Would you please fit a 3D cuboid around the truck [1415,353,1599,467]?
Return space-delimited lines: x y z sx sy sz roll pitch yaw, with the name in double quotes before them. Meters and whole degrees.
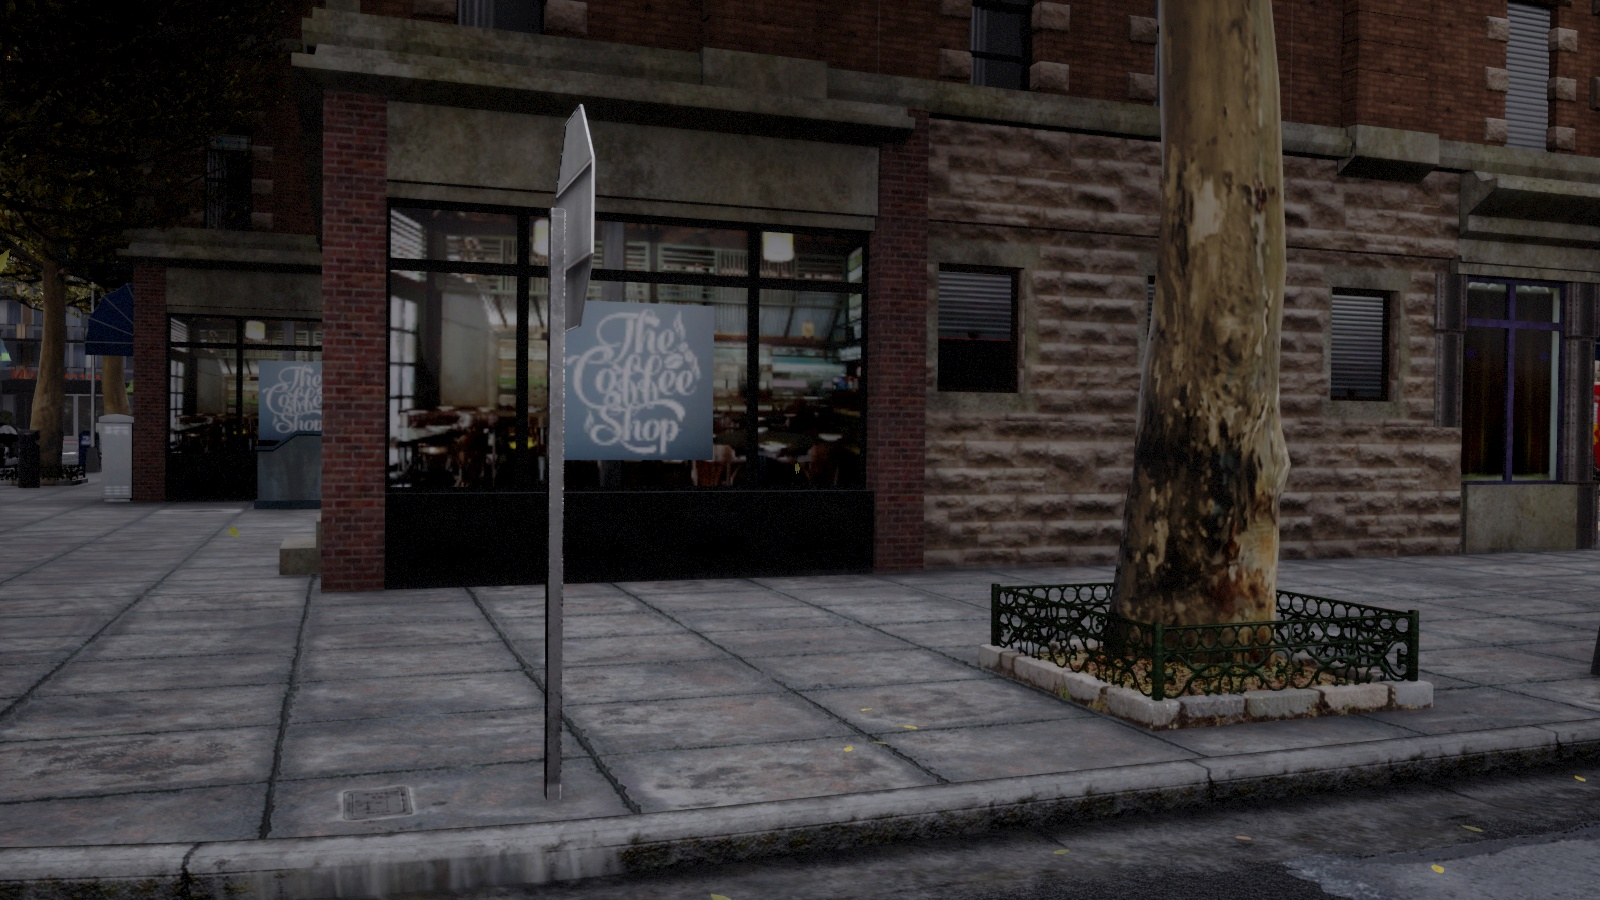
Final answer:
"truck" 27.031 -1.406 45.961 2.891 3.827 8.468 -1 1 -20

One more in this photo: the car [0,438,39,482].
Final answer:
"car" -28.998 0.337 44.889 2.128 1.511 4.902 -1 1 -20
